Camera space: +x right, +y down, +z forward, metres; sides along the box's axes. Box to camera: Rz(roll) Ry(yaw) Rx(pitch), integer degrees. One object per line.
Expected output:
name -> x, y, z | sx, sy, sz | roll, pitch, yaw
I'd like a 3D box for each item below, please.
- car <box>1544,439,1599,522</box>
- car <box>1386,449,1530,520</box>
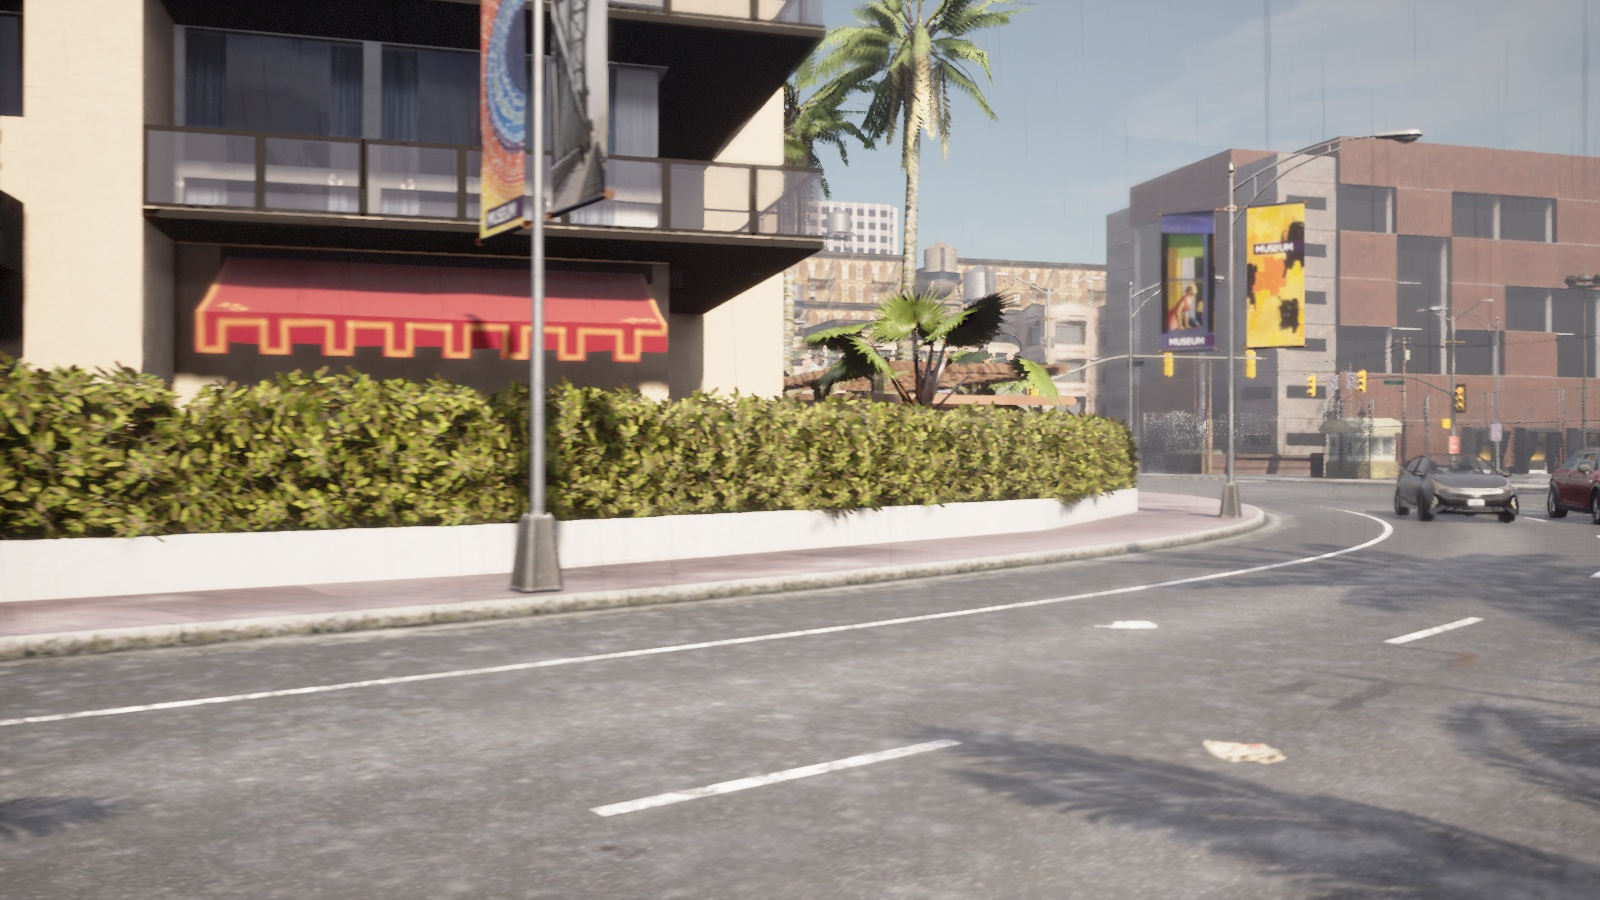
car -> 18.382, 0.640, 27.840 | 2.097, 1.767, 4.553 | 0, 0, 15
car -> 15.124, 0.740, 29.135 | 2.007, 1.525, 4.514 | 0, 0, 15
